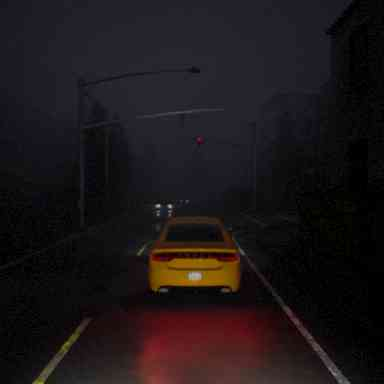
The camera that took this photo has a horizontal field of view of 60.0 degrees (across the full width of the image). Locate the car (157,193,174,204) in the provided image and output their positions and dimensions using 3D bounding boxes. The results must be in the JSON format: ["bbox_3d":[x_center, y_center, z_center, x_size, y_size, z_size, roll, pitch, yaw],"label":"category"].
[{"bbox_3d":[-3.510,0.834,43.865,1.812,1.442,4.674,0,1,2],"label":"car"}]

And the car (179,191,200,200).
[{"bbox_3d":[-0.372,0.601,60.100,2.033,1.411,5.357,0,1,25],"label":"car"}]

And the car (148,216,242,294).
[{"bbox_3d":[0.061,1.342,8.501,1.882,1.535,5.008,0,1,0],"label":"car"}]
